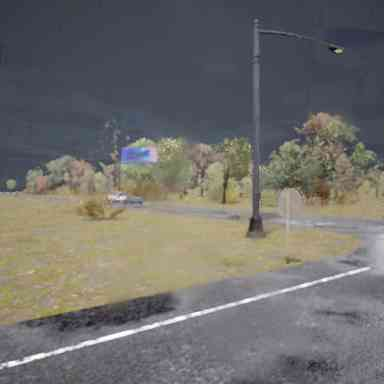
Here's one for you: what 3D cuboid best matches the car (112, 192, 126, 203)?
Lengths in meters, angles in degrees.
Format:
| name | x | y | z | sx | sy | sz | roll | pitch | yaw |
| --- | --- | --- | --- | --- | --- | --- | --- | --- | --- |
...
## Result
| name | x | y | z | sx | sy | sz | roll | pitch | yaw |
| --- | --- | --- | --- | --- | --- | --- | --- | --- | --- |
| car | -13.961 | 1.044 | 62.634 | 2.150 | 2.045 | 5.566 | 0 | 0 | -34 |

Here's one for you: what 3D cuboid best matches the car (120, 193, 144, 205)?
| name | x | y | z | sx | sy | sz | roll | pitch | yaw |
| --- | --- | --- | --- | --- | --- | --- | --- | --- | --- |
| car | -9.947 | 1.383 | 56.699 | 2.033 | 1.411 | 5.357 | 0 | 0 | -33 |
